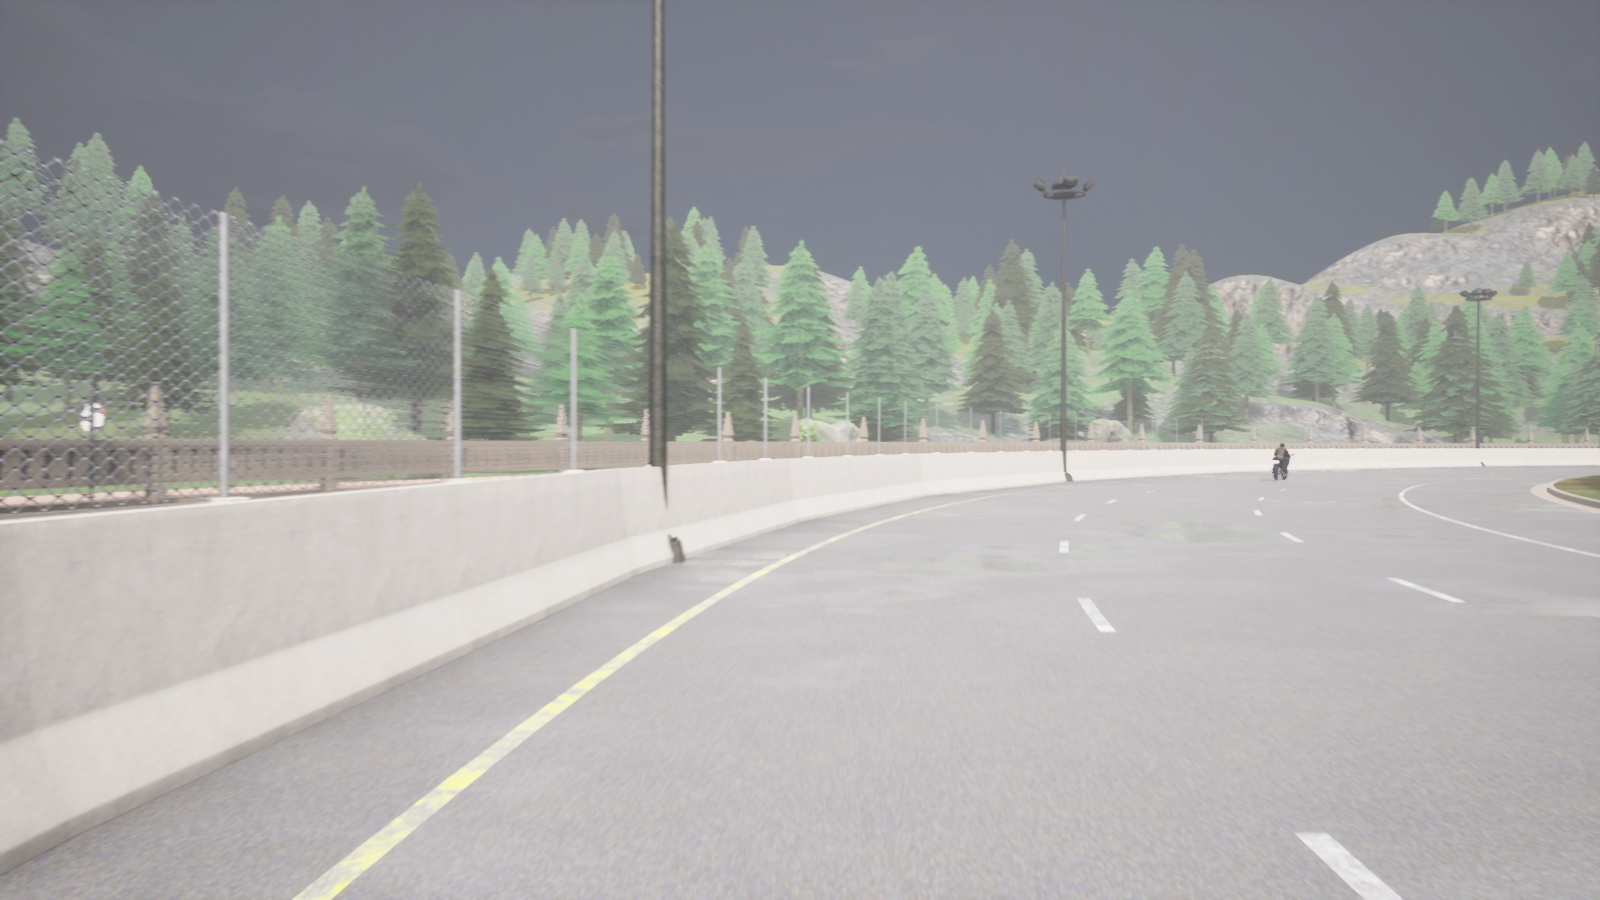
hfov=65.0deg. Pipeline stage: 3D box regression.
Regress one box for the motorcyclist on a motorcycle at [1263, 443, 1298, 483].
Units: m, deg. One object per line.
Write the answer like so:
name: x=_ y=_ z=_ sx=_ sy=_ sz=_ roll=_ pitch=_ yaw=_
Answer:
motorcyclist on a motorcycle: x=19.161 y=0.511 z=50.048 sx=0.797 sy=1.523 sz=2.044 roll=2 pitch=1 yaw=34
